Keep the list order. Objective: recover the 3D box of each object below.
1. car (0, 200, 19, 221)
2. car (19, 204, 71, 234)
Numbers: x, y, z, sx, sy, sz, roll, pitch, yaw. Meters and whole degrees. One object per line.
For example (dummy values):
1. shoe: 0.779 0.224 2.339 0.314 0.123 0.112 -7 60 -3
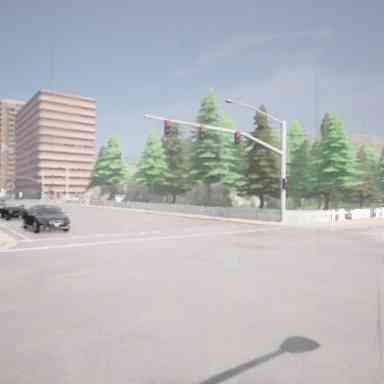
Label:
1. car: -14.762 1.645 27.955 1.895 1.301 4.718 1 0 -37
2. car: -8.791 1.551 20.011 1.837 1.490 4.892 1 0 -37
